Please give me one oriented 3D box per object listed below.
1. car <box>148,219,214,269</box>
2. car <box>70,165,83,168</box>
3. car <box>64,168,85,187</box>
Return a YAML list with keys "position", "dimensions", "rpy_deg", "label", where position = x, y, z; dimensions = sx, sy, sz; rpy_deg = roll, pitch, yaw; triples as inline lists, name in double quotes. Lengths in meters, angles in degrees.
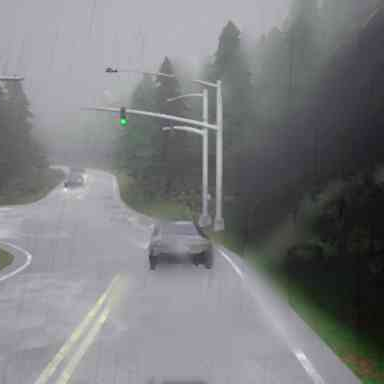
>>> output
- position: [-0.484, 1.618, 11.482]
  dimensions: [1.994, 1.385, 4.181]
  rpy_deg: [0, 0, -6]
  label: "car"
- position: [-20.036, -4.012, 58.219]
  dimensions: [1.895, 1.301, 4.718]
  rpy_deg: [-2, 10, -27]
  label: "car"
- position: [-14.881, -1.672, 42.057]
  dimensions: [2.097, 1.767, 4.553]
  rpy_deg: [-1, 9, -14]
  label: "car"
